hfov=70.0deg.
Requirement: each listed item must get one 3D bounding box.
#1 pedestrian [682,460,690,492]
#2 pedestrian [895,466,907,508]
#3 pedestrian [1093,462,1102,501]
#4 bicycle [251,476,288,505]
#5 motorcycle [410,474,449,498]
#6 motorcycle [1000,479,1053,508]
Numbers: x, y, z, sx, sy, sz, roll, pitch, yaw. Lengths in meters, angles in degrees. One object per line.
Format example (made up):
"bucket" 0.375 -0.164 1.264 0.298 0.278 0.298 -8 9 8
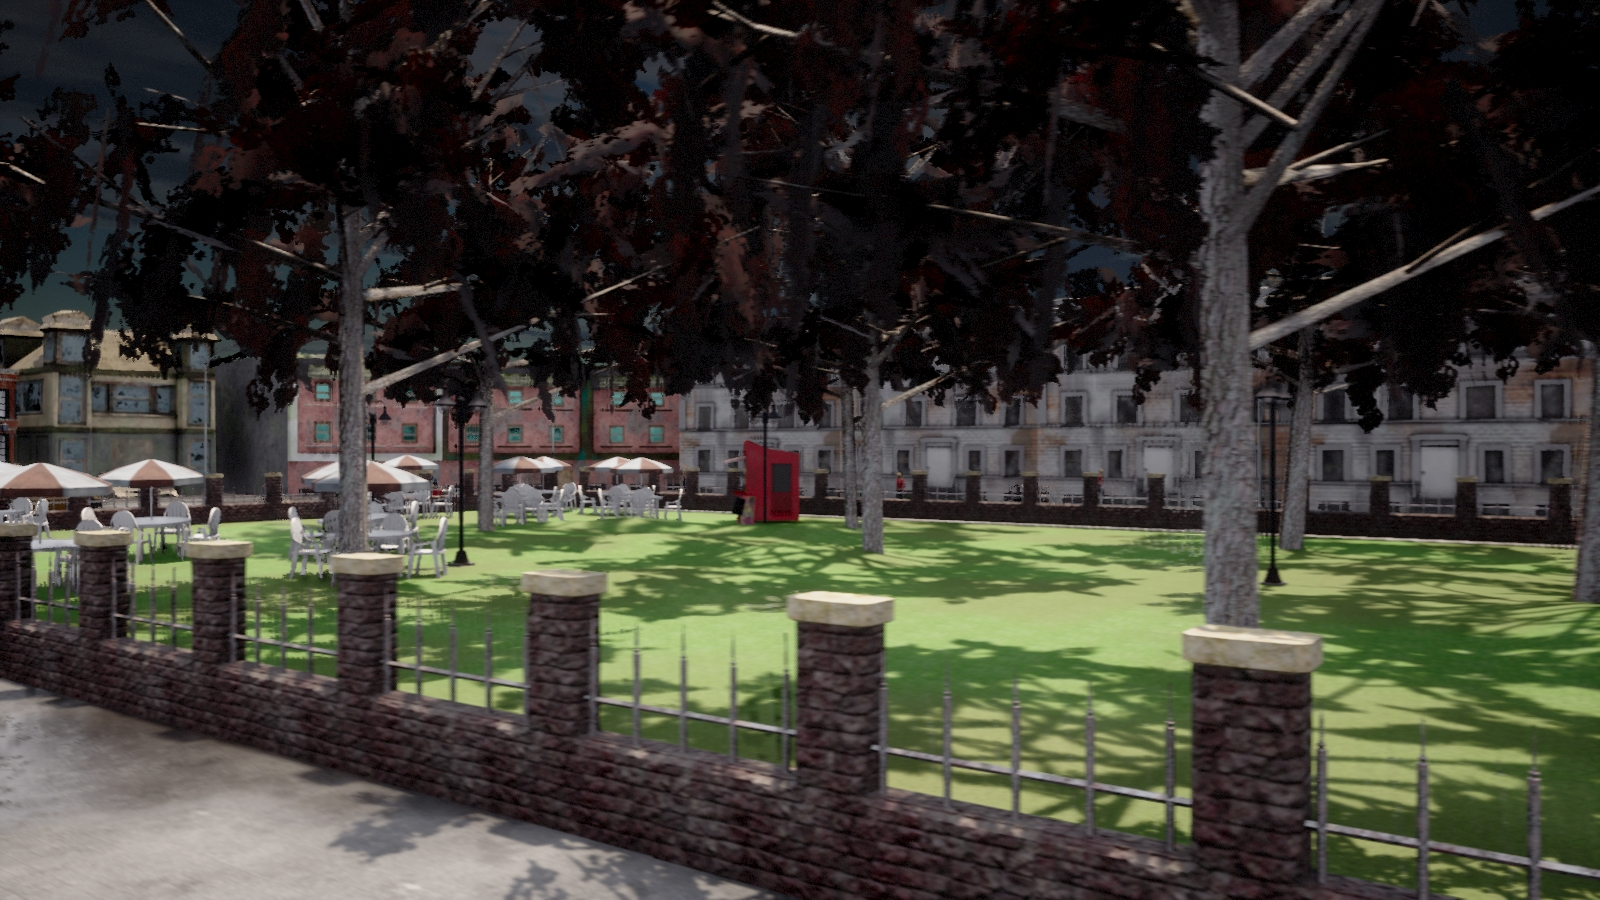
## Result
"pedestrian" -6.688 1.519 66.979 0.375 1.860 0.375 0 0 19
"pedestrian" 4.456 1.625 50.580 0.375 1.860 0.375 0 0 40
"pedestrian" 14.392 1.522 55.209 0.375 1.860 0.375 0 0 20
"bicycle" -25.411 1.929 54.730 0.373 1.296 1.643 0 1 35
"motorcycle" -20.098 1.956 61.943 0.856 1.236 1.805 0 0 44
"motorcycle" 10.375 1.982 52.390 2.209 1.251 0.867 0 0 35
